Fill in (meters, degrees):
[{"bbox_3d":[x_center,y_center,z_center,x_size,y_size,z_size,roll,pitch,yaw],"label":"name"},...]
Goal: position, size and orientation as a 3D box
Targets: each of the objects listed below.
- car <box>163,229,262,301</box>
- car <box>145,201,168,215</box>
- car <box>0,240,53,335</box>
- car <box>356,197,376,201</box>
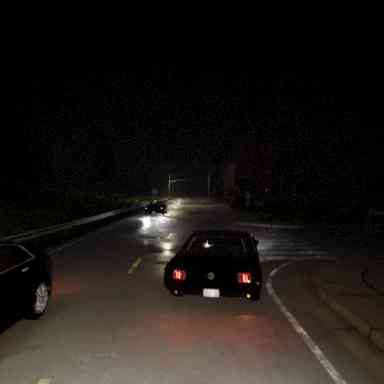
[{"bbox_3d":[0.742,1.596,8.396,1.895,1.301,4.718,0,0,10],"label":"car"},{"bbox_3d":[-3.539,1.583,33.152,1.895,1.301,4.718,0,0,0],"label":"car"},{"bbox_3d":[-3.594,1.502,4.548,1.837,1.490,4.892,0,0,0],"label":"car"},{"bbox_3d":[27.524,1.478,52.663,1.816,1.474,4.193,0,0,0],"label":"car"}]
